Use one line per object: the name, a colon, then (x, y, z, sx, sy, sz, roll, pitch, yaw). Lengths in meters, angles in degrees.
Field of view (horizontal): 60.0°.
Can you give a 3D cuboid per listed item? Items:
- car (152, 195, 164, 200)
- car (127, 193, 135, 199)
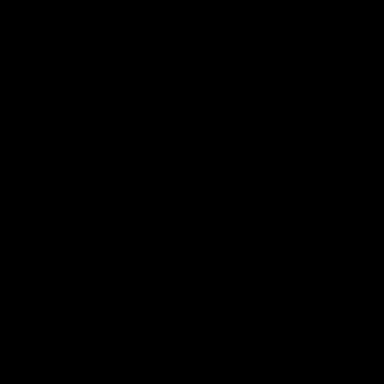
car: (-7.761, 1.265, 77.130, 1.882, 1.535, 5.008, 0, 0, 36)
car: (-13.142, 1.080, 74.884, 1.837, 1.490, 4.892, 0, 0, 36)
